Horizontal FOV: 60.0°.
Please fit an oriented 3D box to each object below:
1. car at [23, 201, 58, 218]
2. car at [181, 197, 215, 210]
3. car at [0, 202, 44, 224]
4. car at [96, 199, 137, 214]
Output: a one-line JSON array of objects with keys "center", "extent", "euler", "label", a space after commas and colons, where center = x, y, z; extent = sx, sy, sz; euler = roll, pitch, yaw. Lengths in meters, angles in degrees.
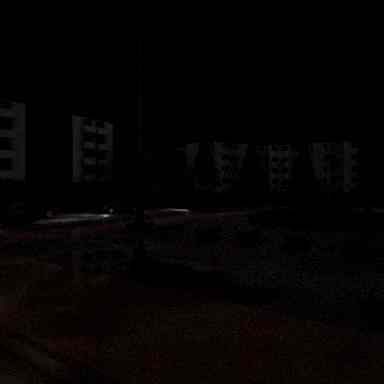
[{"center": [-13.688, 1.505, 27.760], "extent": [1.837, 1.490, 4.892], "euler": [0, 0, 34], "label": "car"}, {"center": [0.835, 1.503, 44.056], "extent": [4.892, 1.490, 1.837], "euler": [-1, 0, -35], "label": "car"}, {"center": [-12.883, 1.601, 22.363], "extent": [1.895, 1.301, 4.718], "euler": [0, 0, 33], "label": "car"}, {"center": [-7.936, 1.478, 35.763], "extent": [1.882, 1.535, 5.008], "euler": [0, 0, 40], "label": "car"}]
